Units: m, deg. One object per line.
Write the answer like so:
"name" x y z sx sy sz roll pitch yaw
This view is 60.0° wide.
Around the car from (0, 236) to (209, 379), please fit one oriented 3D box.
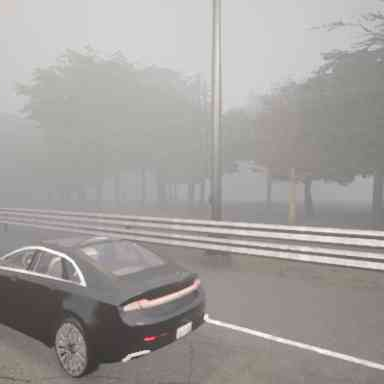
"car" -2.052 1.493 5.547 4.902 1.511 2.128 0 0 36
